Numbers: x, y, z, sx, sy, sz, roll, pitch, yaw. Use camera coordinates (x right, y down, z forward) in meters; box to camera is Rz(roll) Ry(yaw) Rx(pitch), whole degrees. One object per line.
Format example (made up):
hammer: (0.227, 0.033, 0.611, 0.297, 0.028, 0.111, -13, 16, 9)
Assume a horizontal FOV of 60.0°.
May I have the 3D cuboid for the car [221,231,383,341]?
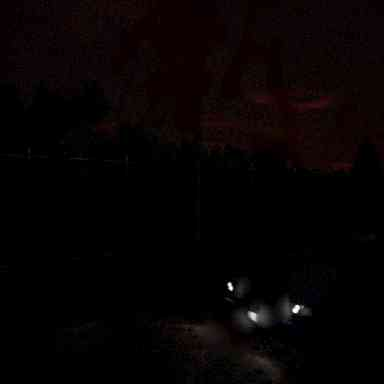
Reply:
car: (3.129, 1.547, 6.710, 5.357, 1.411, 2.033, 0, 0, -35)
